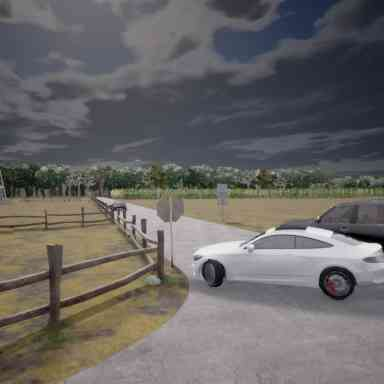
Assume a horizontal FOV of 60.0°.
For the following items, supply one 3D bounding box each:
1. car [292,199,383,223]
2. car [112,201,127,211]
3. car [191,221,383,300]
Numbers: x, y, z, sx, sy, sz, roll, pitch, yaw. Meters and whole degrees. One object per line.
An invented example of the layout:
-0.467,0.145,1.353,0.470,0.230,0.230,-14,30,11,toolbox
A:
5.105,1.229,9.819,2.150,2.045,5.566,-2,0,-40,car
-10.849,1.983,49.470,2.033,1.411,5.357,-2,0,-18,car
2.261,1.613,8.417,4.674,1.442,1.812,-2,0,23,car
